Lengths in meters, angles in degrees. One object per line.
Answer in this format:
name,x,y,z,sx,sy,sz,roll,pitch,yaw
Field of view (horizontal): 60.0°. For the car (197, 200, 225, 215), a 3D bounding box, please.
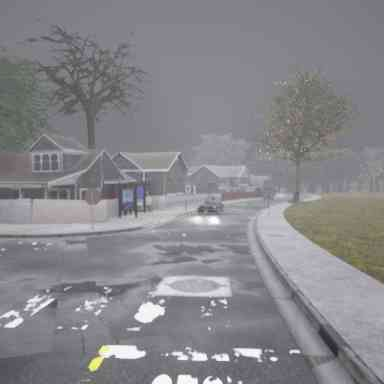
car,1.843,1.429,31.827,1.895,1.301,4.718,1,1,15
